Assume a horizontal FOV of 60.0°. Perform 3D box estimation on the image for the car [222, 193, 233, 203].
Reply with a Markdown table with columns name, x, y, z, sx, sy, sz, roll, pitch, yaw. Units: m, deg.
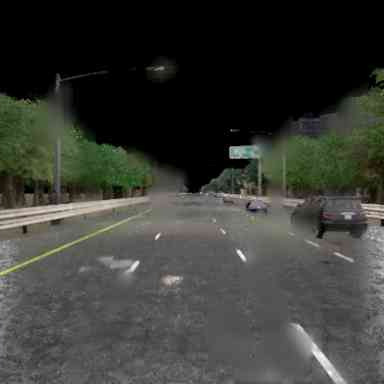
| name | x | y | z | sx | sy | sz | roll | pitch | yaw |
| --- | --- | --- | --- | --- | --- | --- | --- | --- | --- |
| car | 7.243 | 1.517 | 67.807 | 2.033 | 1.411 | 5.357 | 0 | 0 | 0 |

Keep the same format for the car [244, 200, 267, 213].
| name | x | y | z | sx | sy | sz | roll | pitch | yaw |
| --- | --- | --- | --- | --- | --- | --- | --- | --- | --- |
| car | 7.077 | 1.567 | 37.104 | 1.994 | 1.385 | 4.181 | 0 | 0 | 0 |

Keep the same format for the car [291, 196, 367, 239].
| name | x | y | z | sx | sy | sz | roll | pitch | yaw |
| --- | --- | --- | --- | --- | --- | --- | --- | --- | --- |
| car | 7.018 | 1.225 | 17.609 | 2.150 | 2.045 | 5.566 | 0 | 0 | 0 |
